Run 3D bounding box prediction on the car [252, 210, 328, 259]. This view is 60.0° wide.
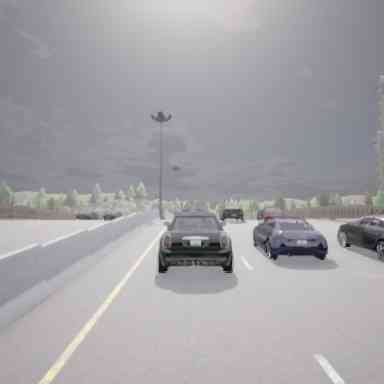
[{"bbox_3d":[3.600,1.623,12.883,1.994,1.385,4.181,0,0,0],"label":"car"}]

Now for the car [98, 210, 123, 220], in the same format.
[{"bbox_3d":[-10.582,3.148,45.071,2.033,1.411,5.357,0,-6,0],"label":"car"}]

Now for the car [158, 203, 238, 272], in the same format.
[{"bbox_3d":[0.100,1.403,11.116,2.097,1.767,4.553,0,0,0],"label":"car"}]

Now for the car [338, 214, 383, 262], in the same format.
[{"bbox_3d":[7.099,1.548,12.210,2.128,1.511,4.902,0,0,0],"label":"car"}]

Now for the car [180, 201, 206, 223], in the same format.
[{"bbox_3d":[0.098,1.714,28.923,2.097,1.767,4.553,0,-3,0],"label":"car"}]

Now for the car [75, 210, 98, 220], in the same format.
[{"bbox_3d":[-14.081,3.146,45.057,2.033,1.411,5.357,0,-6,0],"label":"car"}]

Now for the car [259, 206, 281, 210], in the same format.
[{"bbox_3d":[7.099,1.980,30.050,1.994,1.385,4.181,0,-3,0],"label":"car"}]

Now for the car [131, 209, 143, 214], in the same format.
[{"bbox_3d":[-7.082,3.078,45.080,1.882,1.535,5.008,0,-6,0],"label":"car"}]

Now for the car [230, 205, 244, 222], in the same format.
[{"bbox_3d":[3.599,1.943,30.981,1.882,1.535,5.008,0,-3,0],"label":"car"}]
